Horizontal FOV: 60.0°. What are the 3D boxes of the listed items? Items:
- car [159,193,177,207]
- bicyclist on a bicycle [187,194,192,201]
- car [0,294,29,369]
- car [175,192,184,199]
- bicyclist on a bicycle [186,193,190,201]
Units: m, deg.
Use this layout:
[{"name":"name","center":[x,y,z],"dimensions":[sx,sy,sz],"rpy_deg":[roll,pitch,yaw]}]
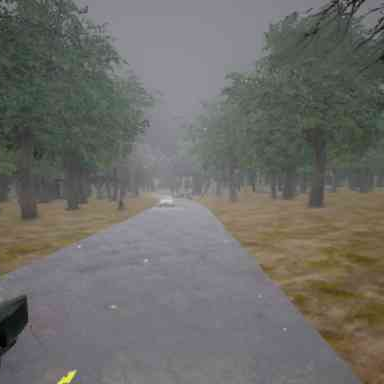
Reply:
[{"name":"car","center":[-3.344,1.277,44.720],"dimensions":[1.812,1.442,4.674],"rpy_deg":[0,0,-2]},{"name":"bicyclist on a bicycle","center":[-0.202,1.078,61.110],"dimensions":[0.866,1.612,1.509],"rpy_deg":[0,0,-4]},{"name":"car","center":[-3.101,1.592,2.208],"dimensions":[1.895,1.301,4.718],"rpy_deg":[0,0,0]},{"name":"car","center":[-2.972,0.898,83.996],"dimensions":[1.837,1.490,4.892],"rpy_deg":[0,0,-6]},{"name":"bicyclist on a bicycle","center":[-0.837,1.032,69.960],"dimensions":[0.582,1.620,1.656],"rpy_deg":[0,0,-5]}]
